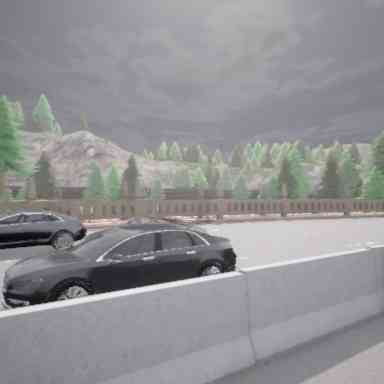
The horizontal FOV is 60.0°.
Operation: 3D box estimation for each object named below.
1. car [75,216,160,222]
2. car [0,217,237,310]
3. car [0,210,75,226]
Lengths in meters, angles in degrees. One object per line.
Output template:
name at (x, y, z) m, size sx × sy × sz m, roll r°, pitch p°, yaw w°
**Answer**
car at (-1.448, 1.517, 11.139) m, size 4.181 × 1.385 × 1.994 m, roll 0°, pitch 0°, yaw -32°
car at (-1.253, 1.472, 7.127) m, size 4.892 × 1.490 × 1.837 m, roll 0°, pitch 0°, yaw -33°
car at (-6.357, 1.421, 12.126) m, size 4.902 × 1.511 × 2.128 m, roll 0°, pitch 0°, yaw -34°
